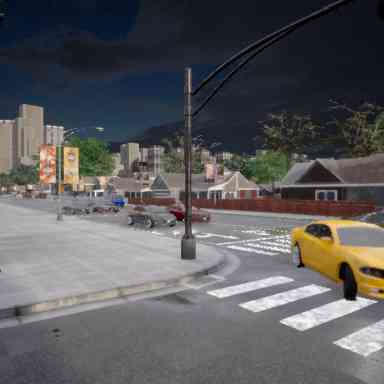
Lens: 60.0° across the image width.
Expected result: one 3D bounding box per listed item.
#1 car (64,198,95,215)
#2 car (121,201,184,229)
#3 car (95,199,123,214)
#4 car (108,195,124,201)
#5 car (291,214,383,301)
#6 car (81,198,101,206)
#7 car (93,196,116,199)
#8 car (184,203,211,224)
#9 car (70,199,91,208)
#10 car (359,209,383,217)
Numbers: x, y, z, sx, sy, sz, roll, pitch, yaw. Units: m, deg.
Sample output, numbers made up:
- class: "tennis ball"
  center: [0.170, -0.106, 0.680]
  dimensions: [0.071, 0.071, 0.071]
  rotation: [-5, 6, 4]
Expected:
- class: "car"
  center: [-12.782, 1.729, 36.782]
  dimensions: [1.837, 1.490, 4.892]
  rotation: [0, -1, -35]
- class: "car"
  center: [-2.867, 1.623, 22.824]
  dimensions: [1.837, 1.490, 4.892]
  rotation: [0, 0, -35]
- class: "car"
  center: [-10.048, 1.785, 38.541]
  dimensions: [1.994, 1.385, 4.181]
  rotation: [0, 0, -36]
- class: "car"
  center: [-12.942, 1.523, 54.146]
  dimensions: [2.150, 2.045, 5.566]
  rotation: [0, 0, -36]
- class: "car"
  center: [4.098, 1.491, 8.556]
  dimensions: [1.882, 1.535, 5.008]
  rotation: [1, -1, -1]
- class: "car"
  center: [-19.093, 1.907, 62.626]
  dimensions: [2.033, 1.411, 5.357]
  rotation: [0, 0, -35]
- class: "car"
  center: [-13.357, 1.786, 49.128]
  dimensions: [1.837, 1.490, 4.892]
  rotation: [0, 0, -35]
- class: "car"
  center: [-0.552, 1.598, 25.170]
  dimensions: [1.882, 1.535, 5.008]
  rotation: [0, 0, -35]
- class: "car"
  center: [-19.408, 1.887, 57.612]
  dimensions: [2.033, 1.411, 5.357]
  rotation: [0, 0, -34]
- class: "car"
  center: [9.056, 1.537, 14.382]
  dimensions: [4.892, 1.490, 1.837]
  rotation: [-1, 0, 35]
